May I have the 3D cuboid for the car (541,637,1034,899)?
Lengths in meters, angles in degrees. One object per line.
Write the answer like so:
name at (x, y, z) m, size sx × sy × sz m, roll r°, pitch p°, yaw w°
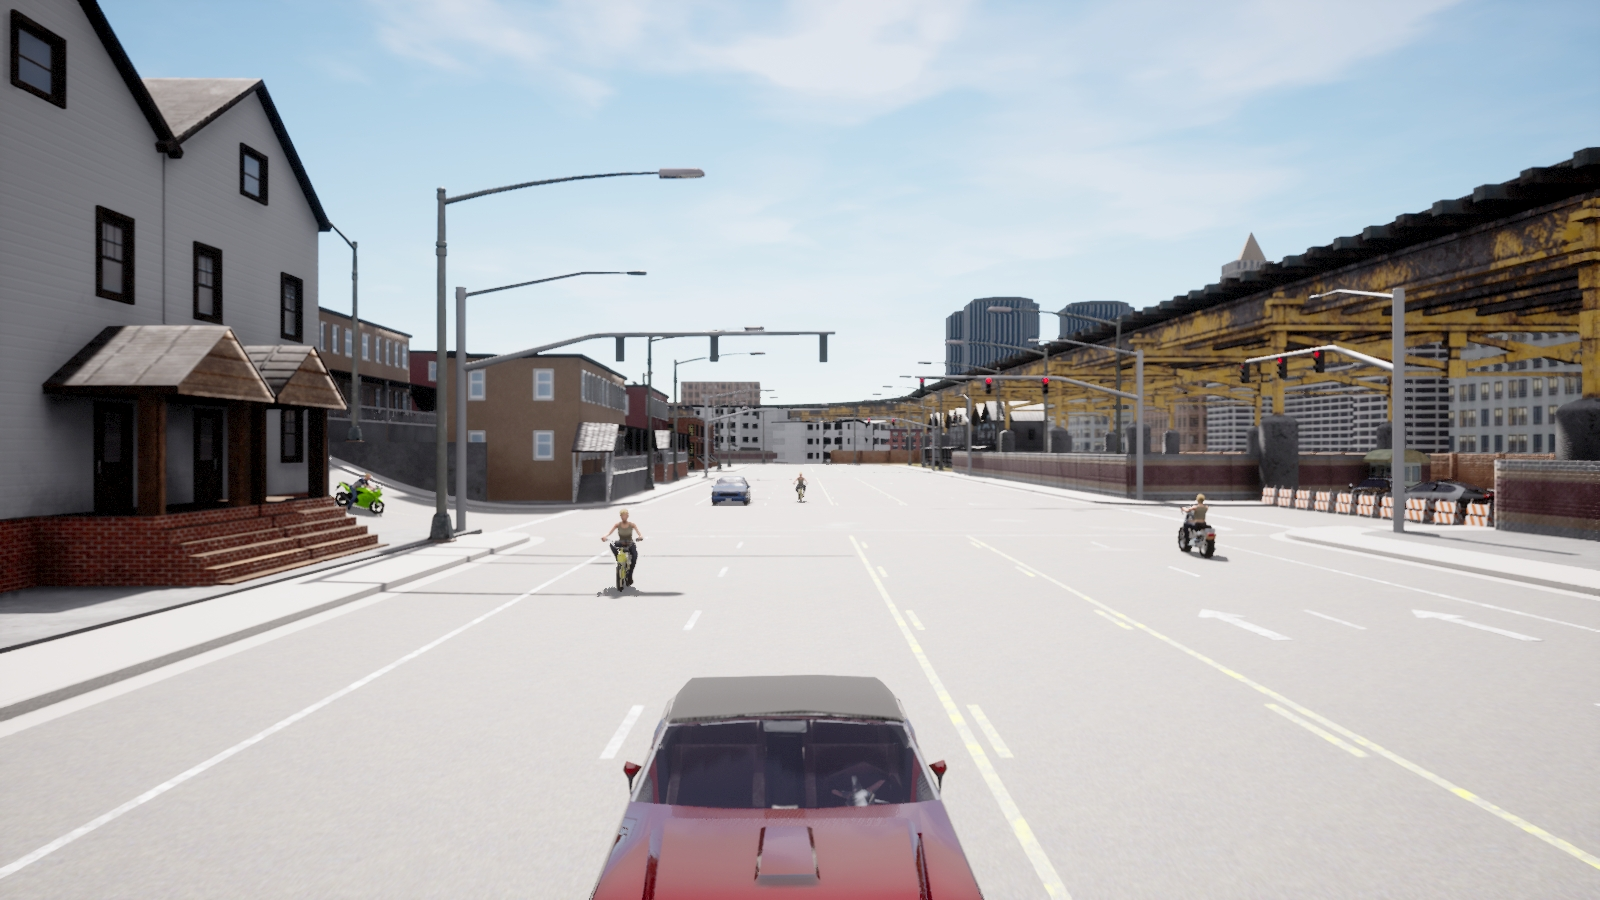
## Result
car at (-0.086, 2.149, 6.754) m, size 1.895 × 1.301 × 4.718 m, roll 0°, pitch 0°, yaw -1°

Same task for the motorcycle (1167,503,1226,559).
motorcycle at (10.500, 2.119, 30.329) m, size 0.764 × 1.332 × 2.356 m, roll 0°, pitch 0°, yaw 0°

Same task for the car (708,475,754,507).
car at (-3.495, 2.062, 58.509) m, size 2.033 × 1.411 × 5.357 m, roll 0°, pitch 0°, yaw 0°
